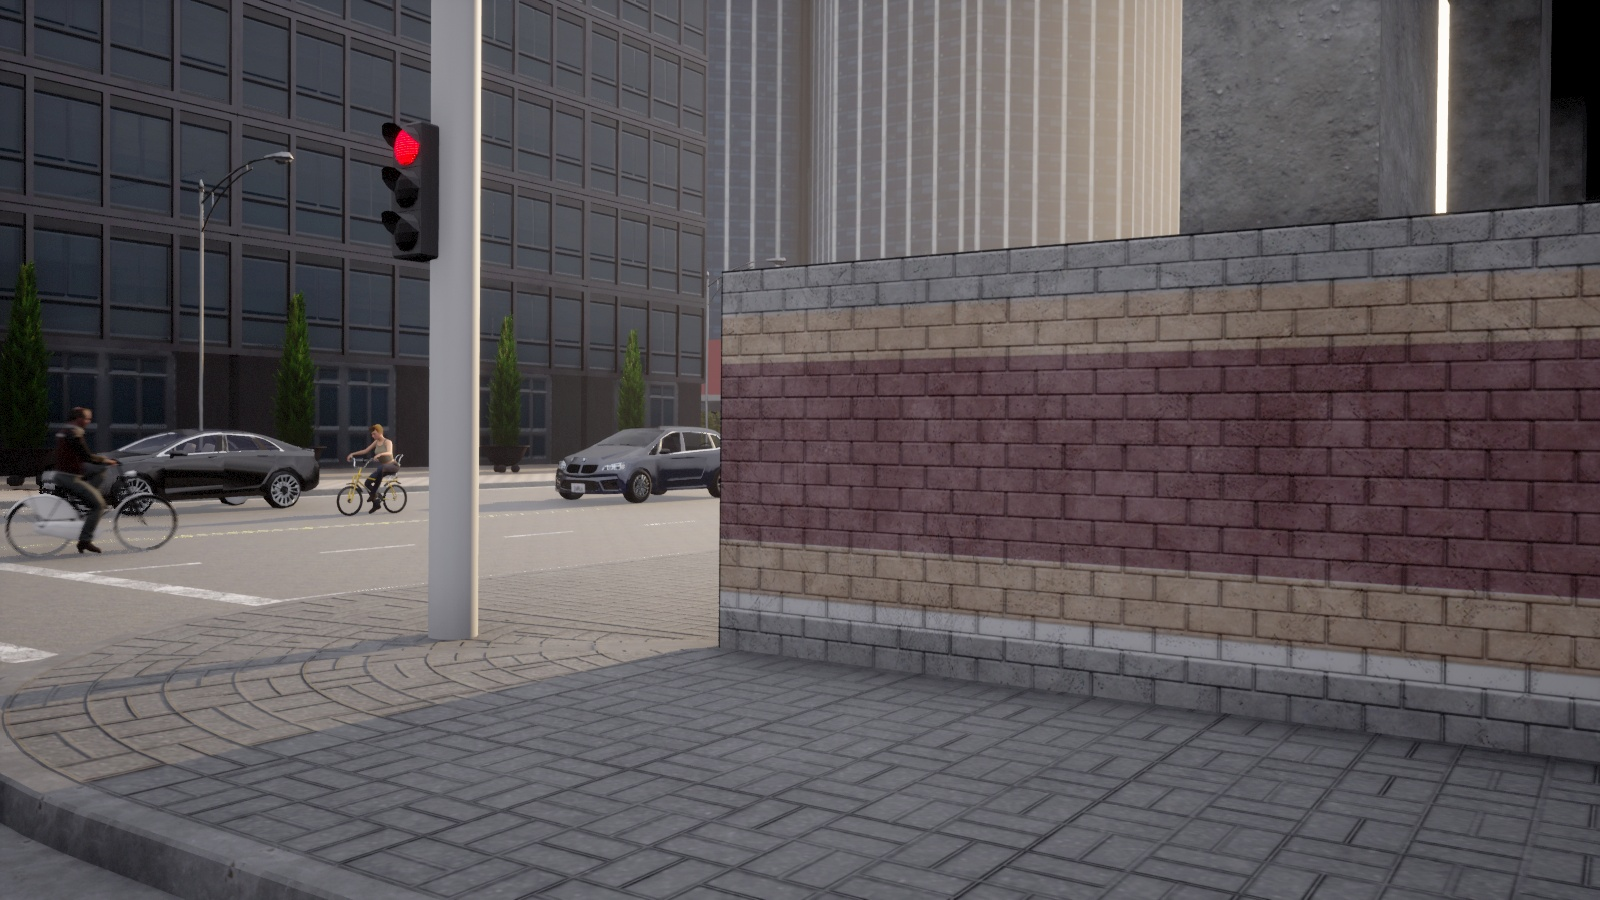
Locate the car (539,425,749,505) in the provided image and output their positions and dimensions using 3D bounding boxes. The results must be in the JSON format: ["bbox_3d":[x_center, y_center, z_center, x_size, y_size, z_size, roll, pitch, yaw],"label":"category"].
[{"bbox_3d":[-3.441,0.272,28.584,2.242,1.667,4.611,0,1,34],"label":"car"}]

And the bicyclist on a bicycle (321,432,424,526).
[{"bbox_3d":[-7.597,0.487,22.361,0.866,1.612,1.509,0,1,34],"label":"bicyclist on a bicycle"}]

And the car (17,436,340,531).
[{"bbox_3d":[-11.276,0.529,23.165,2.128,1.511,4.902,0,1,34],"label":"car"}]

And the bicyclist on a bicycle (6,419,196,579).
[{"bbox_3d":[-8.300,0.528,14.971,0.659,1.776,1.843,3,3,45],"label":"bicyclist on a bicycle"}]
